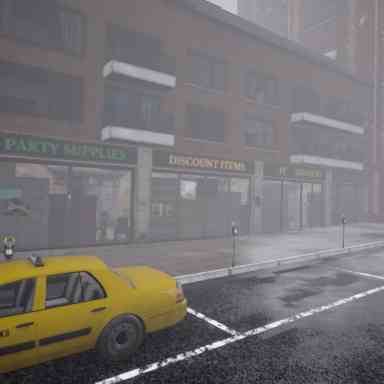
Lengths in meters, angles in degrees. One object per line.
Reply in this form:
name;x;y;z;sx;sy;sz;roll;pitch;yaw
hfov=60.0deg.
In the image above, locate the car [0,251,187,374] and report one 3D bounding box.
car;-2.356;1.526;4.394;4.829;1.417;1.752;0;2;-35
